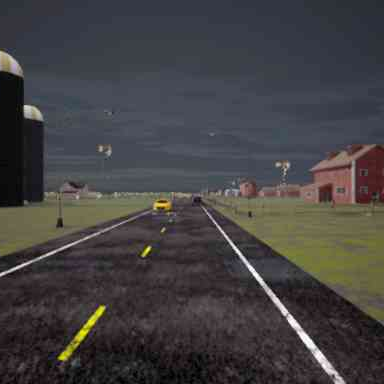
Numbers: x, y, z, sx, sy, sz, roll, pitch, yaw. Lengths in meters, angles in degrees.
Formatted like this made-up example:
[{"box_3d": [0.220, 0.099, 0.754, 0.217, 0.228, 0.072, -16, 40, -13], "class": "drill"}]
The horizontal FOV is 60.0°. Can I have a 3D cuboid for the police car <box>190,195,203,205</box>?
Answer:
[{"box_3d": [1.064, 1.681, 64.147, 1.930, 1.638, 5.238, 0, 0, 0], "class": "police car"}]

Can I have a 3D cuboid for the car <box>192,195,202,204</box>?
[{"box_3d": [1.065, 1.662, 74.009, 2.097, 1.767, 4.553, 0, 0, 0], "class": "car"}]

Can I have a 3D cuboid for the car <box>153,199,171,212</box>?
[{"box_3d": [-3.570, 1.619, 40.660, 1.882, 1.535, 5.008, 0, 0, 0], "class": "car"}]
